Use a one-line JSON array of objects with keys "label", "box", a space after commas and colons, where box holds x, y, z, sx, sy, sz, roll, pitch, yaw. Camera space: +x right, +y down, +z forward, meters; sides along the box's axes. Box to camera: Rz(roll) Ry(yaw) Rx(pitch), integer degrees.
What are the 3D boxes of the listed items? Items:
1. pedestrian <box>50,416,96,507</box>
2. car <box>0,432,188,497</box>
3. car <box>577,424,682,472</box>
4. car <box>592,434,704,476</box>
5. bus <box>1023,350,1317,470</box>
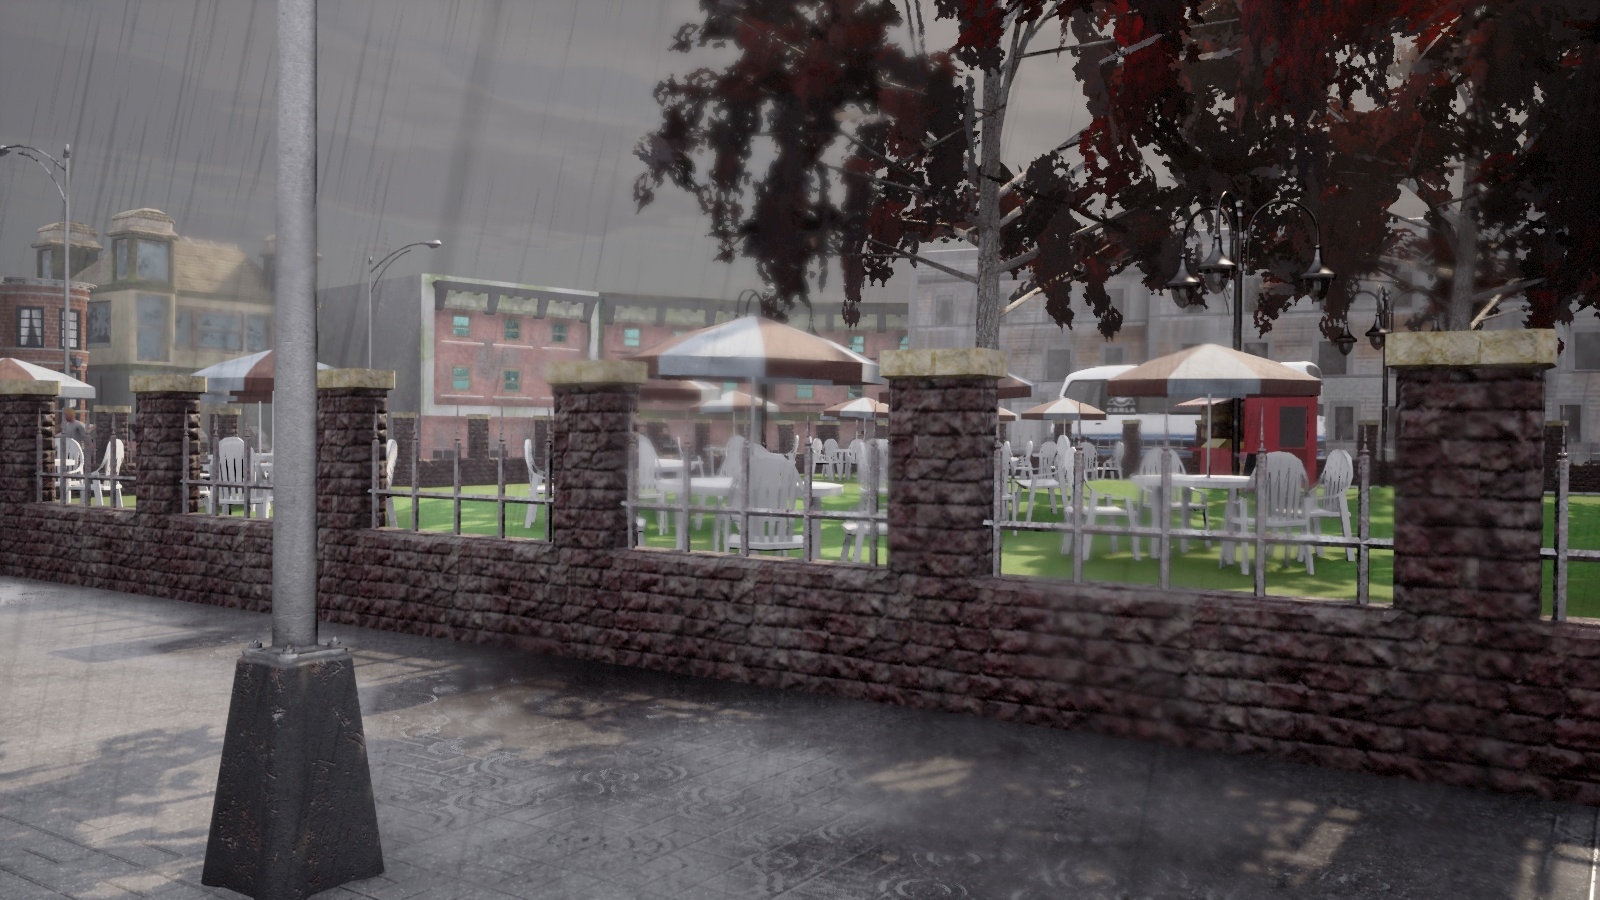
[{"label": "pedestrian", "box": [-14.798, 0.226, 25.575, 0.354, 1.836, 0.706, 0, 1, 37]}, {"label": "car", "box": [-19.005, 0.338, 33.948, 1.851, 1.617, 3.988, 0, 1, 34]}, {"label": "car", "box": [-6.974, -0.113, 51.597, 1.905, 1.878, 3.866, 0, 1, 45]}, {"label": "car", "box": [-5.616, 0.156, 46.842, 1.816, 1.474, 4.193, 0, 1, 34]}, {"label": "bus", "box": [14.305, -1.444, 49.023, 10.273, 4.253, 3.944, 0, 1, 34]}]
